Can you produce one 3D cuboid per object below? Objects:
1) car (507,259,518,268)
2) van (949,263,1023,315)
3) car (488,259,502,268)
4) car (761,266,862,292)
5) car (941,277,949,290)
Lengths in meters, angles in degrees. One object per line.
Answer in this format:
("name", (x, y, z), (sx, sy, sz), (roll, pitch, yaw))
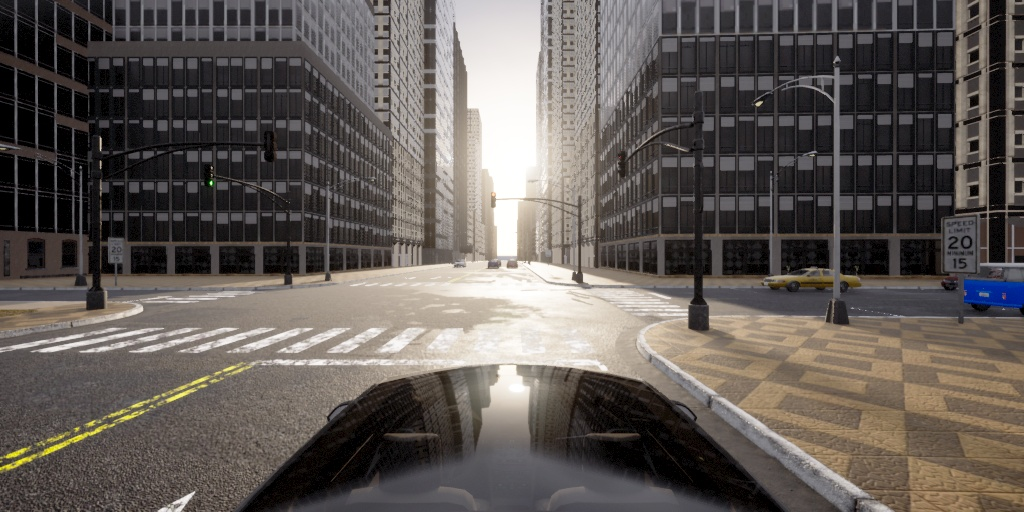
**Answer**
("car", (0.039, 1.425, 63.657), (1.994, 1.385, 4.181), (0, 0, 0))
("van", (18.365, 1.119, 12.474), (3.998, 1.789, 1.690), (0, 0, 2))
("car", (-3.212, 1.336, 62.826), (1.882, 1.535, 5.008), (0, 0, 0))
("car", (17.099, 1.293, 20.646), (4.829, 1.417, 1.751), (0, 0, 2))
("car", (26.933, 1.356, 20.155), (4.207, 1.307, 1.802), (0, 0, 2))
